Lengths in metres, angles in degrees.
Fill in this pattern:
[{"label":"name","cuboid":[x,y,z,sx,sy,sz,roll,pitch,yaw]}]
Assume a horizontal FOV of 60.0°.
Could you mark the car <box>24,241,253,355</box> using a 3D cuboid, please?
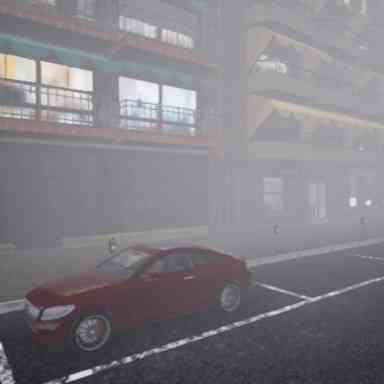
[{"label":"car","cuboid":[-0.701,1.596,6.037,4.206,1.307,1.802,0,-1,-36]}]
